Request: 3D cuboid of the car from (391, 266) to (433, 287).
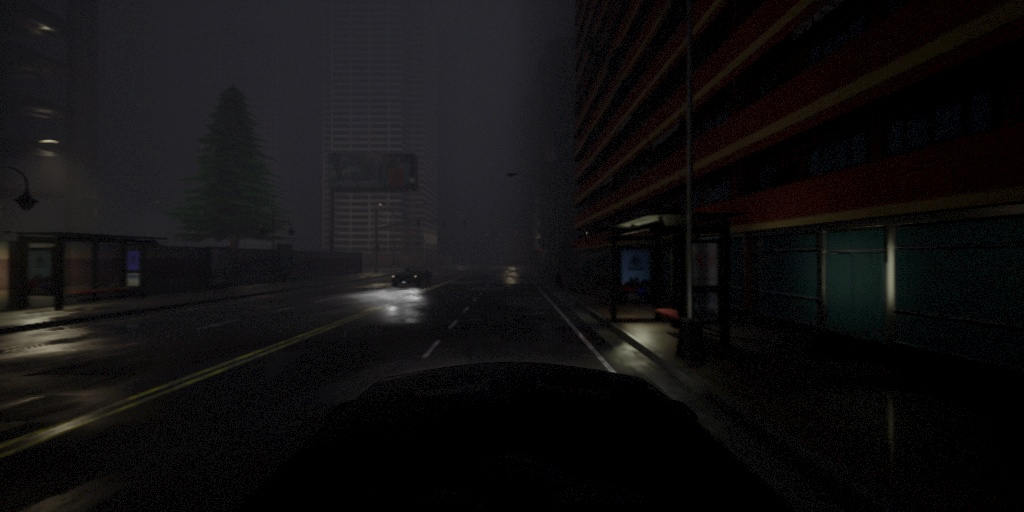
[{"bbox_3d":[-6.998,1.410,25.460,1.895,1.301,4.718,0,0,0],"label":"car"}]
